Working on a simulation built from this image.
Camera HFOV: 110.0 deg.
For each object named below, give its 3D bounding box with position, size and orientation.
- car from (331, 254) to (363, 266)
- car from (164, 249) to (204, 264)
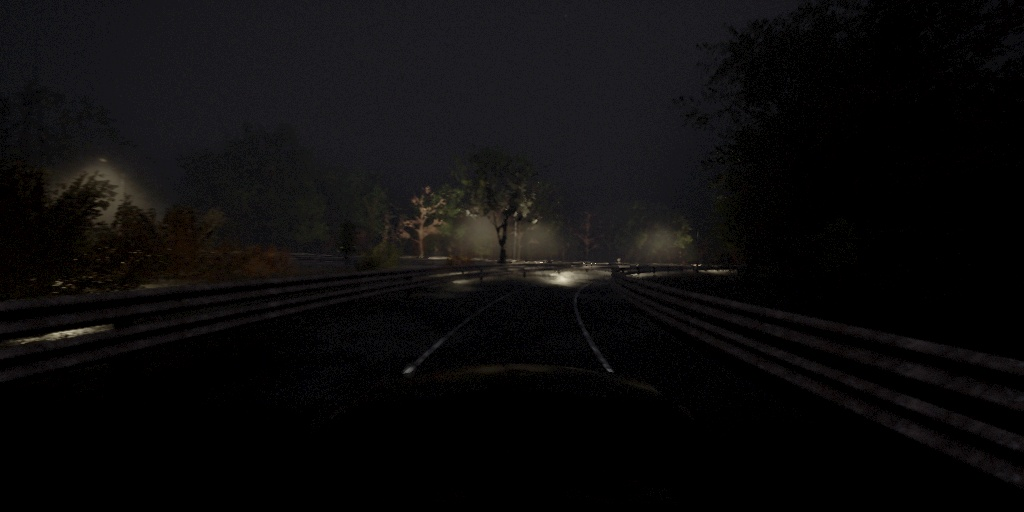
[{"bbox_3d":[-23.413,0.432,50.658,5.008,1.535,1.882,2,0,-36],"label":"car"},{"bbox_3d":[-35.257,0.018,37.855,4.892,1.490,1.837,2,0,-36],"label":"car"}]
